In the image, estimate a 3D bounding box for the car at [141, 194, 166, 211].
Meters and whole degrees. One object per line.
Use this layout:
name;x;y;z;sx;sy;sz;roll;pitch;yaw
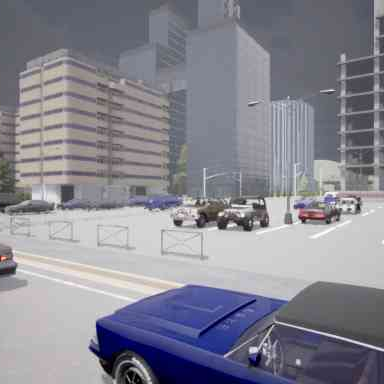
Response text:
car;-3.168;1.221;40.189;2.150;2.045;5.566;0;0;34

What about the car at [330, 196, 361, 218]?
car;15.086;1.395;32.197;1.970;1.475;3.806;0;0;34

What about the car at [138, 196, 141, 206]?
car;-5.142;1.547;50.141;2.033;1.411;5.357;0;0;34

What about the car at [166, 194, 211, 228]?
car;0.694;1.153;20.908;1.932;1.855;4.605;0;0;34

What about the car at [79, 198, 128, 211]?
car;-10.934;1.547;41.525;2.033;1.411;5.357;0;0;34

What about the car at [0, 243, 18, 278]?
car;-6.673;1.547;8.669;5.357;1.411;2.033;0;0;35

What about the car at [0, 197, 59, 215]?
car;-16.264;1.526;33.553;1.812;1.442;4.674;0;0;34

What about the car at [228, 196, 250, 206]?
car;8.125;1.504;57.019;1.837;1.490;4.892;0;0;34

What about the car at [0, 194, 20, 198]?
car;-20.212;1.222;33.991;2.150;2.045;5.566;0;0;34

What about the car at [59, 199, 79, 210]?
car;-14.502;1.547;42.500;2.033;1.411;5.357;0;0;34

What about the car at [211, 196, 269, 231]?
car;3.062;1.156;19.242;1.905;1.878;3.866;0;0;34

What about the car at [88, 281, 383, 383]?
car;1.172;1.601;3.153;4.718;1.301;1.895;0;0;35

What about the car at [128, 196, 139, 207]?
car;-8.826;1.352;50.896;2.097;1.767;4.553;0;0;35
